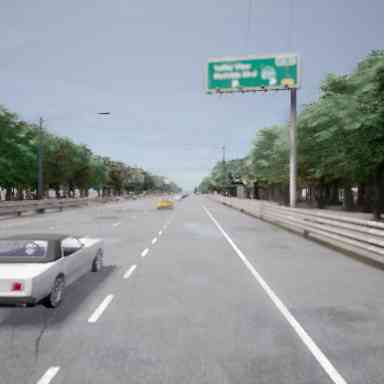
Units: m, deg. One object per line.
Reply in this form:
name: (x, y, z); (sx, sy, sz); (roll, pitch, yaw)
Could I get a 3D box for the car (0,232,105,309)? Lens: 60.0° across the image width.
car: (-3.502, 1.600, 7.814); (1.895, 1.301, 4.718); (0, 0, 0)

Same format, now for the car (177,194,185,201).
car: (-3.448, 1.544, 83.931); (1.812, 1.442, 4.674); (0, 0, 0)

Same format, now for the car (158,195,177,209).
car: (-3.482, 1.477, 44.713); (1.882, 1.535, 5.008); (0, 0, 0)
